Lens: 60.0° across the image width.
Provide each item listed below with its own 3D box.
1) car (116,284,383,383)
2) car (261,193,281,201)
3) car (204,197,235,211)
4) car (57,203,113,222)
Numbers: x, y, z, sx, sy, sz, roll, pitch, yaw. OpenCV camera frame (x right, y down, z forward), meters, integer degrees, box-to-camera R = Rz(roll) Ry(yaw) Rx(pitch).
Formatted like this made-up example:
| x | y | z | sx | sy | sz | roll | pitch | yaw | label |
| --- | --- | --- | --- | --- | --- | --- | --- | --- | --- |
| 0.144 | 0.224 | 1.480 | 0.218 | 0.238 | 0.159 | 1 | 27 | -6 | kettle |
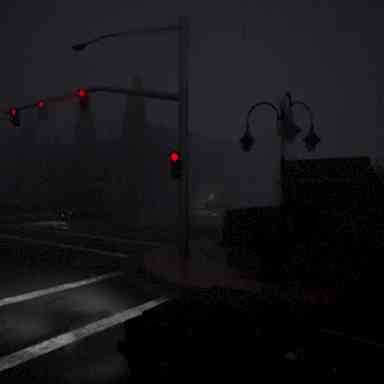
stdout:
| x | y | z | sx | sy | sz | roll | pitch | yaw | label |
| --- | --- | --- | --- | --- | --- | --- | --- | --- | --- |
| 1.466 | 1.600 | 3.015 | 4.718 | 1.301 | 1.895 | 0 | 0 | 38 | car |
| 12.791 | 0.926 | 53.638 | 2.097 | 1.767 | 4.553 | 0 | 0 | 37 | car |
| 3.443 | 1.432 | 41.377 | 1.882 | 1.535 | 5.008 | 0 | 0 | 37 | car |
| -8.257 | 1.517 | 25.852 | 1.994 | 1.385 | 4.181 | 0 | 0 | 37 | car |
